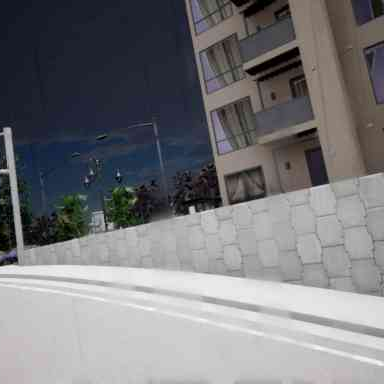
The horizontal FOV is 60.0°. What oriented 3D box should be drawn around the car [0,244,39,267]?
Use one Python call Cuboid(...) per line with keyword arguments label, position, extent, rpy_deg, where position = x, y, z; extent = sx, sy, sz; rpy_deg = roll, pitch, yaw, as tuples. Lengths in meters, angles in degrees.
Cuboid(label="car", position=(-15.551, 5.660, 29.618), extent=(2.097, 1.767, 4.553), rpy_deg=(-15, -9, 35))
